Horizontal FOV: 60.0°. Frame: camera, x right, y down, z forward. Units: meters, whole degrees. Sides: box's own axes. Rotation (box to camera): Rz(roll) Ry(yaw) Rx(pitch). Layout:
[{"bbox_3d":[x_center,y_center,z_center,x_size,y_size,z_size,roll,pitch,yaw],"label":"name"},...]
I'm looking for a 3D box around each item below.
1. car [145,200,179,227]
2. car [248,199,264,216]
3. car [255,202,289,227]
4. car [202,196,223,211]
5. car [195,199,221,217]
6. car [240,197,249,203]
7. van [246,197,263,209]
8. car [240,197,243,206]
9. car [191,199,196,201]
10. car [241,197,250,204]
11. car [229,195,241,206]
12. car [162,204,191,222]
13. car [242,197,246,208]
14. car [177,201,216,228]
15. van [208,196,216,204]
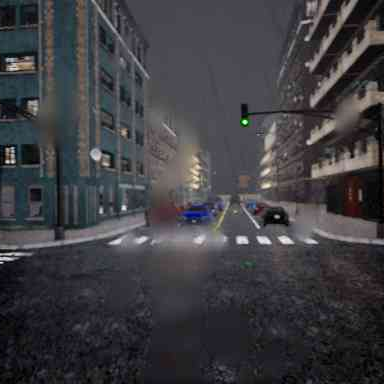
[{"bbox_3d":[-1.992,1.552,24.806,2.192,1.841,5.009,-1,0,7],"label":"car"},{"bbox_3d":[7.193,1.760,34.859,1.802,1.307,4.206,-1,0,7],"label":"car"},{"bbox_3d":[5.831,1.677,23.840,1.947,1.339,4.313,-1,0,7],"label":"car"},{"bbox_3d":[3.027,1.544,45.244,2.150,2.045,5.566,-1,0,8],"label":"car"},{"bbox_3d":[1.723,1.764,34.737,1.837,1.490,4.892,-1,0,7],"label":"car"},{"bbox_3d":[13.319,2.008,84.450,1.887,1.381,4.507,-1,0,7],"label":"car"},{"bbox_3d":[7.871,1.552,40.371,1.690,1.788,3.998,-1,0,7],"label":"van"},{"bbox_3d":[10.597,1.891,62.410,2.008,1.369,4.403,-1,0,7],"label":"car"},{"bbox_3d":[0.054,1.882,41.335,1.887,1.381,4.507,-1,0,7],"label":"car"},{"bbox_3d":[12.639,1.978,78.940,1.887,1.381,4.507,-1,0,7],"label":"car"},{"bbox_3d":[8.254,1.607,63.624,2.150,2.045,5.566,-1,0,7],"label":"car"},{"bbox_3d":[-1.308,1.815,30.315,1.887,1.381,4.507,-1,0,7],"label":"car"},{"bbox_3d":[9.234,1.716,51.390,1.967,1.590,4.097,-1,0,7],"label":"car"},{"bbox_3d":[0.446,1.675,24.446,1.882,1.535,5.008,-1,0,7],"label":"car"},{"bbox_3d":[4.816,1.901,79.906,1.690,1.788,3.998,-1,0,7],"label":"van"}]
